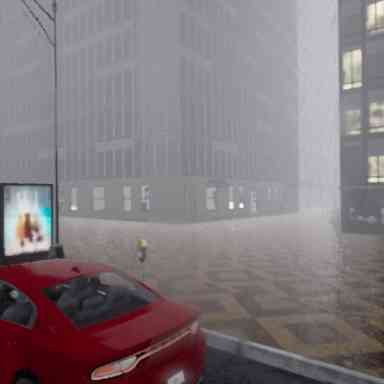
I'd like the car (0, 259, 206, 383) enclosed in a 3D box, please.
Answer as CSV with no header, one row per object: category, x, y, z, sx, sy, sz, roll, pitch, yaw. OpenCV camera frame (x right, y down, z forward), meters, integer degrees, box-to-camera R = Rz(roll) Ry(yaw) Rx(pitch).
car,-1.960,1.555,4.281,4.507,1.381,1.887,0,-1,35
